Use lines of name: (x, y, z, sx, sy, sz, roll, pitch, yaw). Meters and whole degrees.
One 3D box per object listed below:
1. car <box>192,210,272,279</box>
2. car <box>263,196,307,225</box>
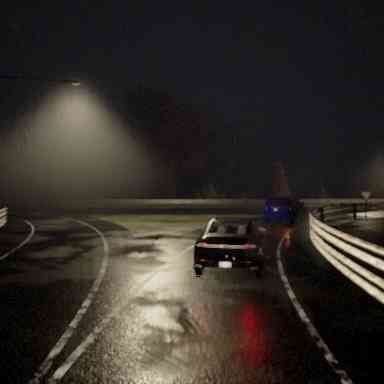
car: (1.240, 1.528, 10.280, 2.128, 1.511, 4.902, 0, 0, 11)
car: (7.123, 1.315, 25.242, 2.150, 2.045, 5.566, 0, 0, 31)
